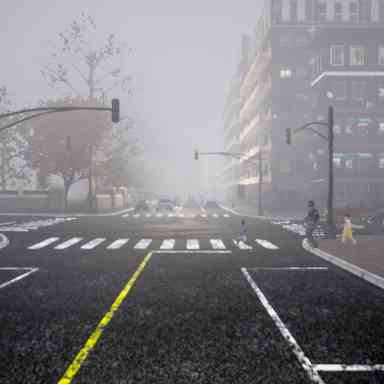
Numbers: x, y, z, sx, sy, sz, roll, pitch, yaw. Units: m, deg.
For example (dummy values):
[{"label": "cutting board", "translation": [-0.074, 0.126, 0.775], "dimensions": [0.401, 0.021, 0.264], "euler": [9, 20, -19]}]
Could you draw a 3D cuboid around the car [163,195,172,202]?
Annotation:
[{"label": "car", "translation": [-5.837, 1.510, 79.132], "dimensions": [1.967, 1.590, 4.097], "euler": [0, 0, 0]}]

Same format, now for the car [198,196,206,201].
[{"label": "car", "translation": [2.531, 1.631, 84.779], "dimensions": [2.008, 1.369, 4.403], "euler": [0, 0, 0]}]

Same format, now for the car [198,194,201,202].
[{"label": "car", "translation": [2.575, 1.481, 62.258], "dimensions": [1.967, 1.590, 4.097], "euler": [0, 0, 0]}]

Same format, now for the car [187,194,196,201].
[{"label": "car", "translation": [-0.148, 1.302, 78.837], "dimensions": [2.097, 1.767, 4.553], "euler": [0, 0, 0]}]

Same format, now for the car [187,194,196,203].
[{"label": "car", "translation": [-0.130, 1.599, 68.447], "dimensions": [2.033, 1.411, 5.357], "euler": [0, 0, 0]}]

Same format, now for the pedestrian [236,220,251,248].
[{"label": "pedestrian", "translation": [2.100, 1.297, 13.408], "dimensions": [0.375, 1.860, 0.375], "euler": [0, 0, 0]}]

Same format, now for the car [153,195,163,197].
[{"label": "car", "translation": [-5.783, 1.551, 50.812], "dimensions": [1.752, 1.417, 4.829], "euler": [0, 0, 0]}]

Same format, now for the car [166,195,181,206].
[{"label": "car", "translation": [-3.185, 1.631, 54.456], "dimensions": [1.895, 1.301, 4.718], "euler": [0, 0, 0]}]

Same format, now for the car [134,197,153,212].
[{"label": "car", "translation": [-5.762, 1.581, 39.720], "dimensions": [1.947, 1.339, 4.313], "euler": [0, 0, 0]}]

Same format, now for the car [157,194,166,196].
[{"label": "car", "translation": [-5.794, 1.348, 56.612], "dimensions": [2.192, 1.841, 5.009], "euler": [0, 0, 0]}]

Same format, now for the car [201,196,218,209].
[{"label": "car", "translation": [2.608, 1.565, 45.367], "dimensions": [1.887, 1.381, 4.507], "euler": [0, 0, 0]}]

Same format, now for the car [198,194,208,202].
[{"label": "car", "translation": [2.543, 1.385, 79.148], "dimensions": [2.192, 1.841, 5.009], "euler": [0, 0, 0]}]

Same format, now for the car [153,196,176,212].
[{"label": "car", "translation": [-3.167, 1.540, 39.167], "dimensions": [1.812, 1.442, 4.674], "euler": [0, 0, 0]}]

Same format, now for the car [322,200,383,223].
[{"label": "car", "translation": [13.415, 1.604, 27.435], "dimensions": [5.009, 1.841, 2.192], "euler": [1, -1, -1]}]

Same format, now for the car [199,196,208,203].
[{"label": "car", "translation": [2.553, 1.604, 73.518], "dimensions": [1.887, 1.381, 4.507], "euler": [0, 0, 0]}]

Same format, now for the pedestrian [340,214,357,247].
[{"label": "pedestrian", "translation": [6.087, 1.419, 12.814], "dimensions": [0.375, 1.300, 0.375], "euler": [0, 0, 0]}]

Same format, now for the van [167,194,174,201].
[{"label": "van", "translation": [-5.860, 1.434, 90.393], "dimensions": [1.690, 1.788, 3.998], "euler": [0, 0, 0]}]

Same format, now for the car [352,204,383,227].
[{"label": "car", "translation": [14.761, 1.865, 24.840], "dimensions": [4.181, 1.385, 1.994], "euler": [1, 0, -1]}]

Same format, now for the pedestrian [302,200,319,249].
[{"label": "pedestrian", "translation": [4.378, 1.157, 12.212], "dimensions": [0.375, 1.860, 0.375], "euler": [0, 0, 0]}]

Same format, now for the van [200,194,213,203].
[{"label": "van", "translation": [2.598, 1.367, 50.998], "dimensions": [1.690, 1.788, 3.998], "euler": [0, 0, 0]}]

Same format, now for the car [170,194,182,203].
[{"label": "car", "translation": [-3.130, 1.544, 69.196], "dimensions": [1.837, 1.490, 4.892], "euler": [0, 1, 0]}]
